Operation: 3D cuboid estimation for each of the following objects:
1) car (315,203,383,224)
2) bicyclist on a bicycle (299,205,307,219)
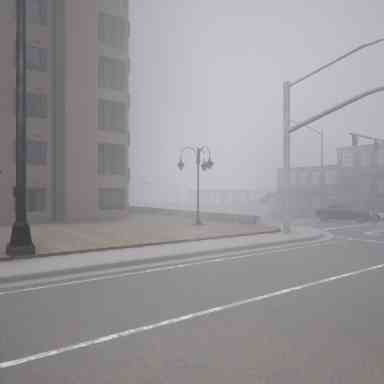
[{"bbox_3d":[11.587,1.538,24.747,2.128,1.511,4.902,0,-2,-36],"label":"car"},{"bbox_3d":[13.543,2.464,40.664,1.656,1.620,0.582,0,-8,-35],"label":"bicyclist on a bicycle"}]
